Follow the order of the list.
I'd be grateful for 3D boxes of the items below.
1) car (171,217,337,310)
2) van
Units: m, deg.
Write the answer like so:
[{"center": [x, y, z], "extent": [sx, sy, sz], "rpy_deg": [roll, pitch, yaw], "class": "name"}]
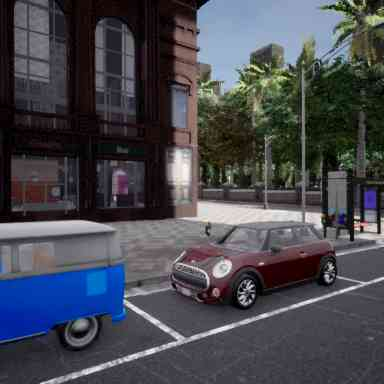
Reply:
[{"center": [1.500, 1.439, 7.723], "extent": [4.097, 1.590, 1.967], "rpy_deg": [0, 0, -35], "class": "car"}, {"center": [-2.918, 1.341, 4.573], "extent": [3.998, 1.788, 1.690], "rpy_deg": [0, 0, -35], "class": "van"}]
